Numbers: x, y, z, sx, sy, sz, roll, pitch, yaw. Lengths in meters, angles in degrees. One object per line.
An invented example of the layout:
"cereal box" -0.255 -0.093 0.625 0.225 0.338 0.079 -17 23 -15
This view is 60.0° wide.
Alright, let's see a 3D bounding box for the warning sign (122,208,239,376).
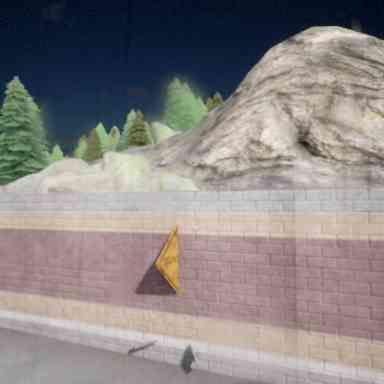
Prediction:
"warning sign" -0.117 1.178 4.635 1.060 1.860 1.300 -1 -1 32
